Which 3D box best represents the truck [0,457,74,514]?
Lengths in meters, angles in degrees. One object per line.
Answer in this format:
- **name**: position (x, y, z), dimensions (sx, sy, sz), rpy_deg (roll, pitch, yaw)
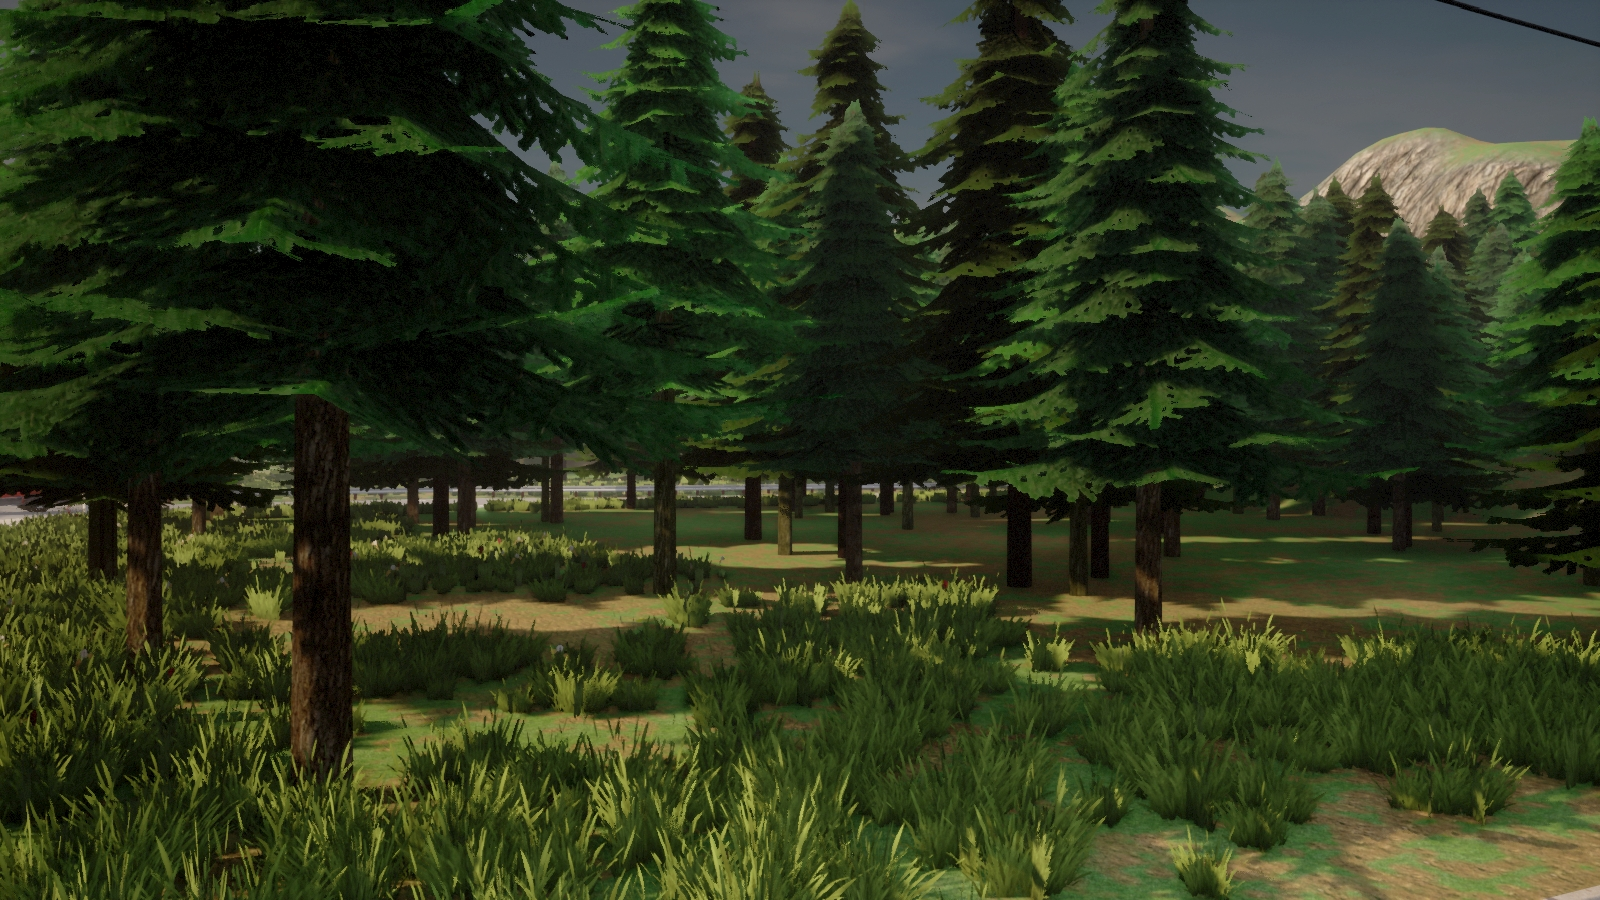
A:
- **truck**: position (-35.478, 1.554, 50.661), dimensions (5.204, 2.467, 2.627), rpy_deg (0, 0, -42)
